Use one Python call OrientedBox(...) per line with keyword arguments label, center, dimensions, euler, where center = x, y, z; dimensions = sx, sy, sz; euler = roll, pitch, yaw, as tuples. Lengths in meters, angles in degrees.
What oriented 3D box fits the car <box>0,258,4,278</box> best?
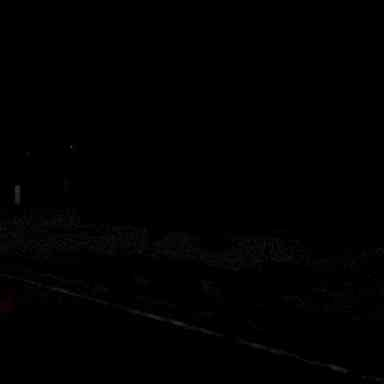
OrientedBox(label="car", center=(-6.625, 1.626, 8.414), dimensions=(4.181, 1.385, 1.994), euler=(0, 0, 35))
